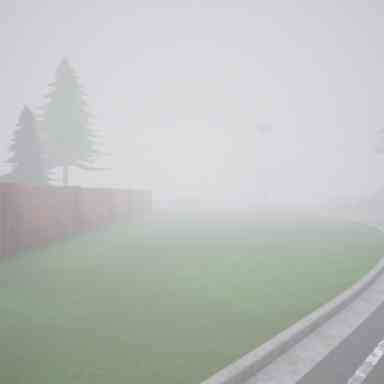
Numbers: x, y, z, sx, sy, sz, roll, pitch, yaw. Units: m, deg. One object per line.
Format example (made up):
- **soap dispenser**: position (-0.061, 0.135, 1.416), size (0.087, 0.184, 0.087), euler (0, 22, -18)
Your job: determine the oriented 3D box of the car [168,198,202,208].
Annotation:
- **car**: position (-1.057, 1.567, 47.945), size (4.902, 1.511, 2.128), euler (-1, 0, 16)
